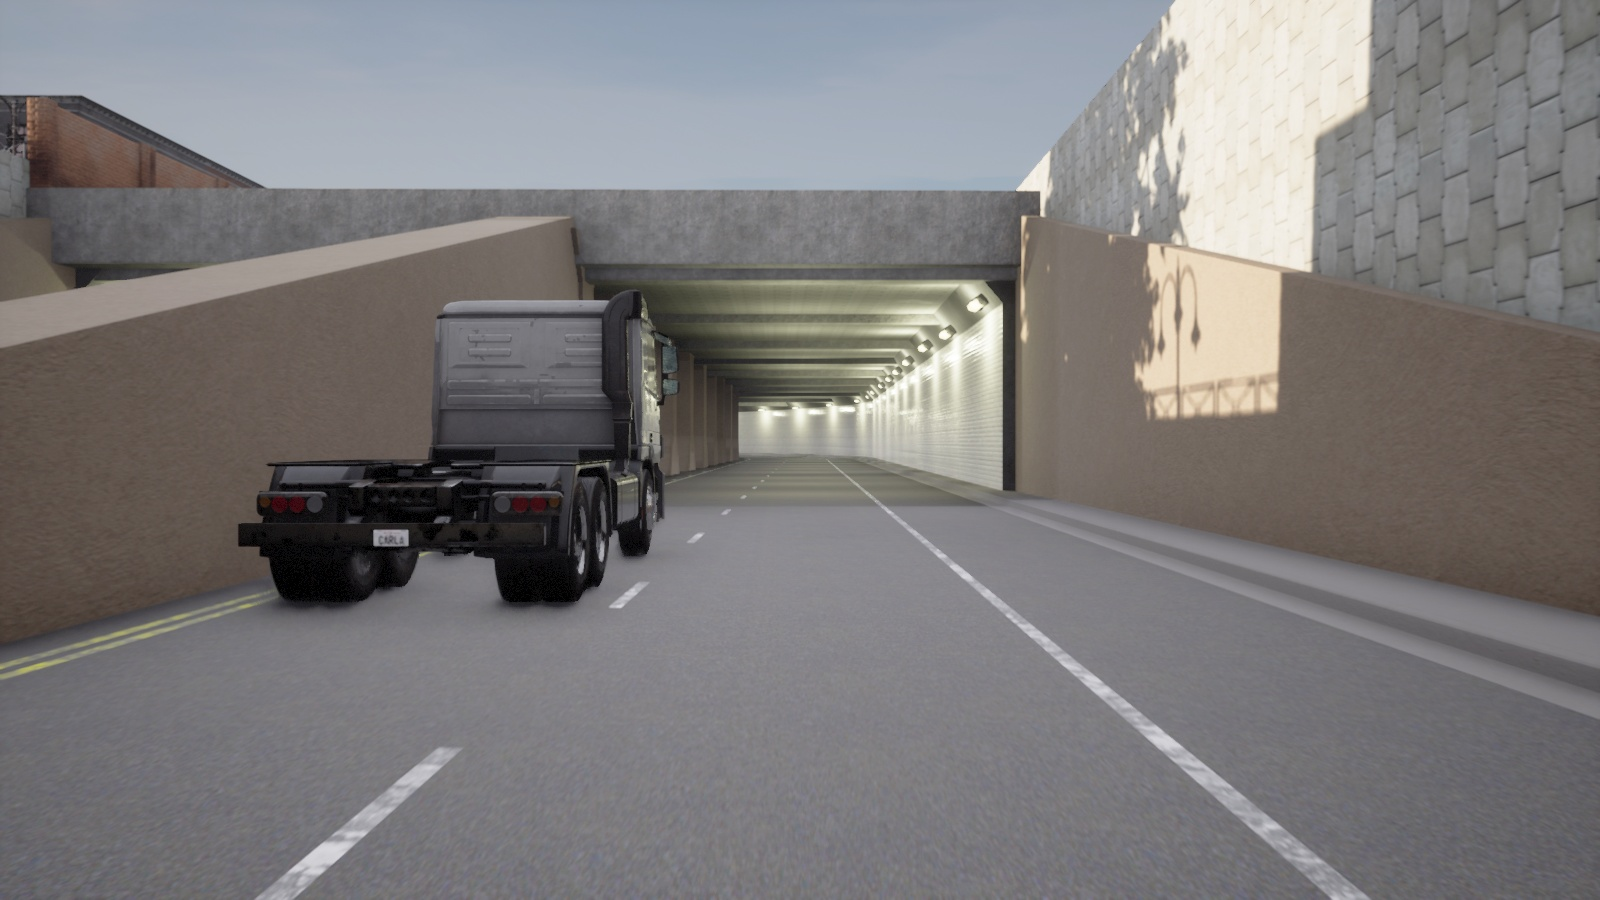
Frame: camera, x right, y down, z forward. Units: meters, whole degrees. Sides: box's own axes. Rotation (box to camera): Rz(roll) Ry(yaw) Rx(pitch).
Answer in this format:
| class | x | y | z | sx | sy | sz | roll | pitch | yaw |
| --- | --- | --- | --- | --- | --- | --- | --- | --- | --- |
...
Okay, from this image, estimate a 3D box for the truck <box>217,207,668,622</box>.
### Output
| class | x | y | z | sx | sy | sz | roll | pitch | yaw |
| --- | --- | --- | --- | --- | --- | --- | --- | --- | --- |
| truck | -3.403 | -0.320 | 14.465 | 2.891 | 3.462 | 7.936 | 0 | 0 | 0 |
